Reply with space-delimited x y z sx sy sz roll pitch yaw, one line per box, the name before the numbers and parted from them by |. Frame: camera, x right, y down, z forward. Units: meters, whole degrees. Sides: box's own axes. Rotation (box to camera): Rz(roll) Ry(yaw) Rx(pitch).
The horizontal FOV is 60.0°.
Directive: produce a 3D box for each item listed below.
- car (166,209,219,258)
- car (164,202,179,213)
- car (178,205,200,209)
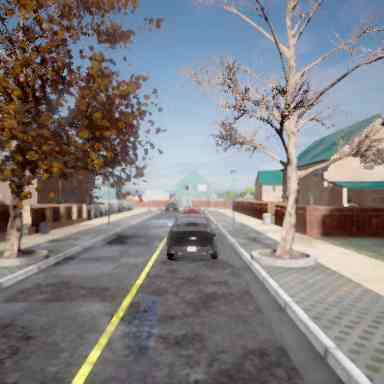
car | 0.018 1.663 13.513 1.837 1.490 4.892 0 0 1
car | -2.781 2.168 46.564 1.837 1.490 4.892 0 -2 0
car | 0.016 1.894 28.910 1.812 1.442 4.674 0 -1 1
